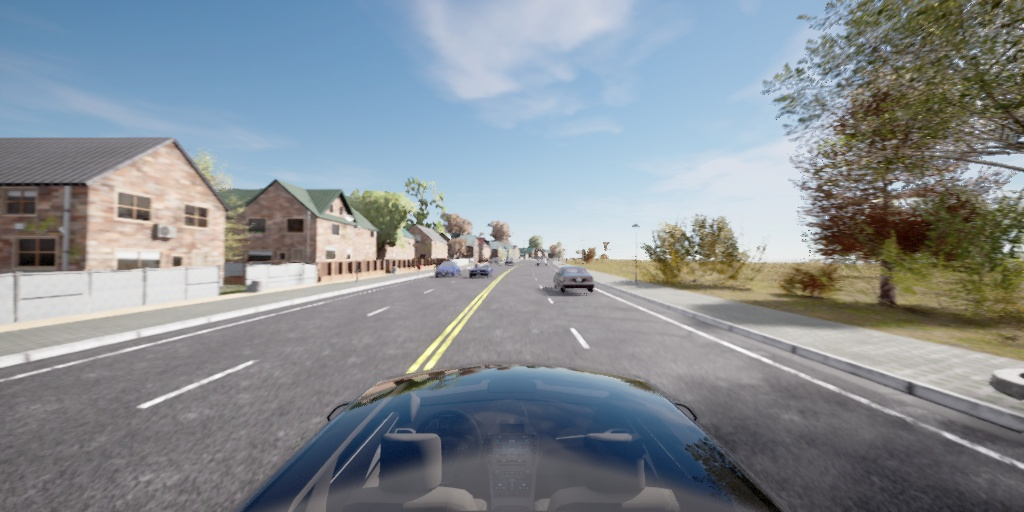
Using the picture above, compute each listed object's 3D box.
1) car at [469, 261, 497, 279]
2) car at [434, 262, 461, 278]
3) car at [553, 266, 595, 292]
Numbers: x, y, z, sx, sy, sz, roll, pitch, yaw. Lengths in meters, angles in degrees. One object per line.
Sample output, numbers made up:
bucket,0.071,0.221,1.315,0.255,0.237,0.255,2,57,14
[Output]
car,-2.795,1.349,33.089,1.895,1.301,4.718,0,0,2
car,-6.001,1.271,34.089,1.812,1.442,4.674,0,0,2
car,3.548,1.304,21.195,2.033,1.411,5.357,0,0,1
